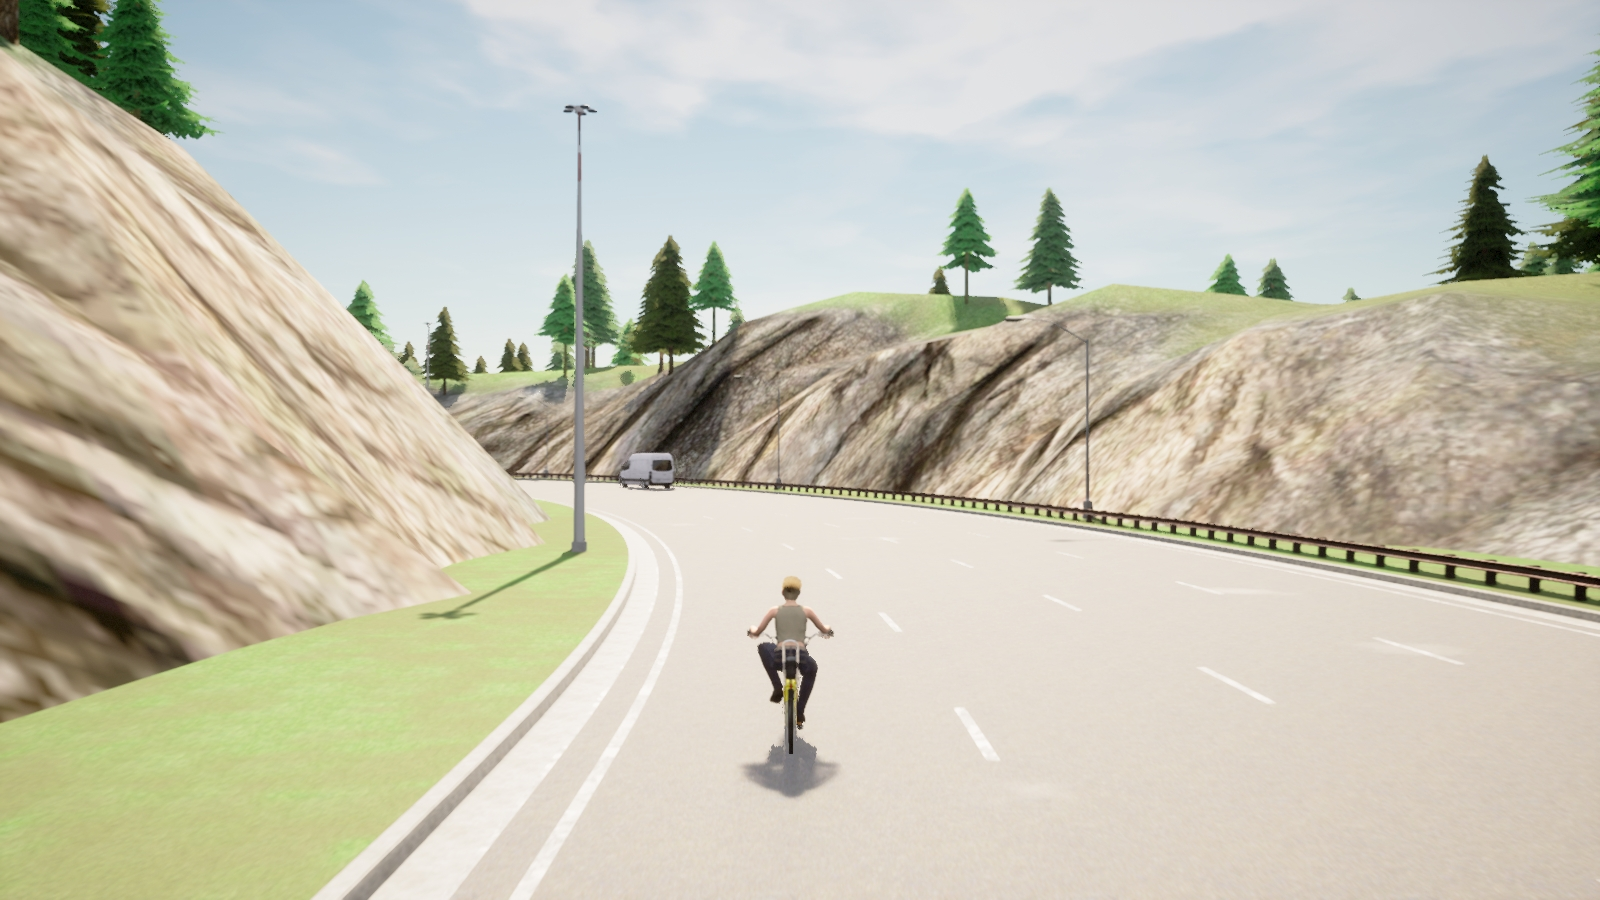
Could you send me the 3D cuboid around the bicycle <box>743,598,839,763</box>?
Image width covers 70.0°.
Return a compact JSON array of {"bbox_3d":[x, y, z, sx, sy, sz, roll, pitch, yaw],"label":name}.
[{"bbox_3d":[-0.090,2.158,10.955,0.859,1.276,1.487,0,0,-1],"label":"bicycle"}]
